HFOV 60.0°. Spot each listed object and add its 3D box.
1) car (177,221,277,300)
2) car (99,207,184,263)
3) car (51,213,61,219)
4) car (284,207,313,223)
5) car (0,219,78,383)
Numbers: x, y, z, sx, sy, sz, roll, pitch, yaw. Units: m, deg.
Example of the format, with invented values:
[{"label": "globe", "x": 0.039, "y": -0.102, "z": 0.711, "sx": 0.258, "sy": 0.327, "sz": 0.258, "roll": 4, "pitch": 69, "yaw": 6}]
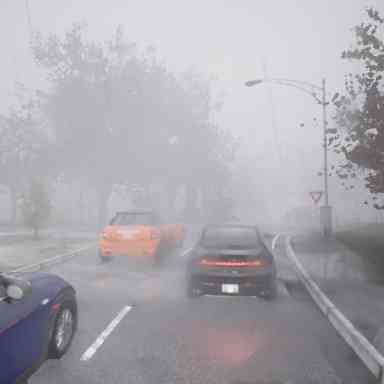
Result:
[{"label": "car", "x": 1.012, "y": 1.501, "z": 8.451, "sx": 1.837, "sy": 1.490, "sz": 4.892, "roll": -1, "pitch": 0, "yaw": 8}, {"label": "car", "x": -1.608, "y": 1.390, "z": 12.296, "sx": 2.097, "sy": 1.767, "sz": 4.553, "roll": -1, "pitch": -1, "yaw": 9}, {"label": "car", "x": -25.390, "y": 4.138, "z": 57.360, "sx": 2.033, "sy": 1.411, "sz": 5.357, "roll": -3, "pitch": -5, "yaw": 40}, {"label": "car", "x": 13.981, "y": 3.008, "z": 43.886, "sx": 2.150, "sy": 2.045, "sz": 5.566, "roll": 1, "pitch": -4, "yaw": -3}, {"label": "car", "x": -2.833, "y": 1.360, "z": 3.165, "sx": 2.097, "sy": 1.767, "sz": 4.553, "roll": 0, "pitch": 0, "yaw": 3}]
